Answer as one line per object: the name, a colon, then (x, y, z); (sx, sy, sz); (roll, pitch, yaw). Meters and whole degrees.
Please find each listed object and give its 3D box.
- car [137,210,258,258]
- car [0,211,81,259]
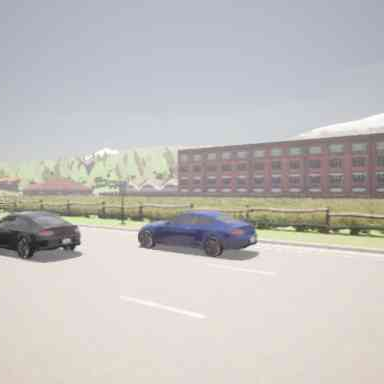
car: (0.093, 1.410, 12.270); (4.674, 1.442, 1.812); (0, 1, 34)
car: (-6.002, 1.441, 12.145); (4.674, 1.442, 1.812); (0, 1, 34)
